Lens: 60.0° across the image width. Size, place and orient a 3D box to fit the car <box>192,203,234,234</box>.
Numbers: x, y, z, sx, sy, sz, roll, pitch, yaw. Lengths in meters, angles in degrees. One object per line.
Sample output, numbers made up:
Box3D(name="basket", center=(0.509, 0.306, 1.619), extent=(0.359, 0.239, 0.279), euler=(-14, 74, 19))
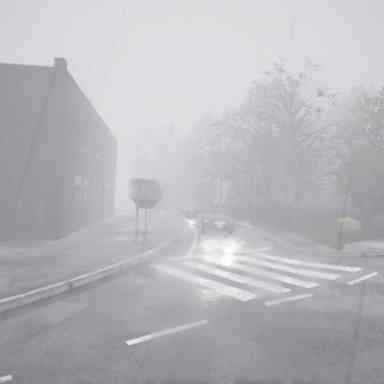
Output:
Box3D(name="car", center=(1.403, 1.625, 20.478), extent=(2.128, 1.511, 4.902), euler=(2, 0, -3))

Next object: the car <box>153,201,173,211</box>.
Box3D(name="car", center=(-3.979, 1.883, 45.335), extent=(1.994, 1.385, 4.181), euler=(3, -1, -23))

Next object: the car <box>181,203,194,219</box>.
Box3D(name="car", center=(0.258, 1.758, 31.002), extent=(1.994, 1.385, 4.181), euler=(2, -1, -12))
